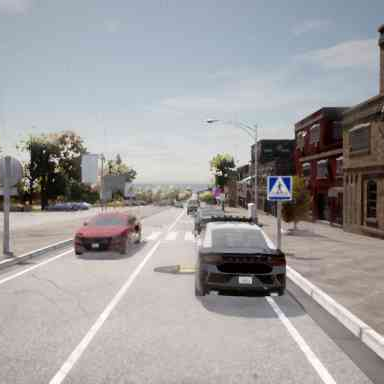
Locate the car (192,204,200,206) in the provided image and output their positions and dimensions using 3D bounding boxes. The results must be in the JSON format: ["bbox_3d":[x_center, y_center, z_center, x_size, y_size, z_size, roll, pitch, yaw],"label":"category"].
[{"bbox_3d":[1.084,1.853,24.775,1.837,1.490,4.892,0,-1,0],"label":"car"}]

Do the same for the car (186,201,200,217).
[{"bbox_3d":[0.256,2.359,46.538,1.837,1.490,4.892,0,-1,1],"label":"car"}]

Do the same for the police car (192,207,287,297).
[{"bbox_3d":[1.026,1.452,8.861,1.930,1.638,5.238,1,0,0],"label":"police car"}]

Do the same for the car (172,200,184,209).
[{"bbox_3d":[-2.830,2.992,74.091,1.837,1.490,4.892,0,-1,0],"label":"car"}]

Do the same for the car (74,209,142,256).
[{"bbox_3d":[-3.291,1.590,13.839,1.882,1.535,5.008,0,-1,0],"label":"car"}]

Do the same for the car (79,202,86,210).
[{"bbox_3d":[-21.633,2.559,57.722,4.892,1.521,2.231,0,-1,0],"label":"car"}]

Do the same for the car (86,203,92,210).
[{"bbox_3d":[-21.621,2.634,60.995,5.008,1.535,2.097,0,-1,0],"label":"car"}]

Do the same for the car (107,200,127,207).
[{"bbox_3d":[-21.385,3.378,92.619,5.008,1.535,2.097,0,-1,0],"label":"car"}]

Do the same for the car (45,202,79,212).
[{"bbox_3d":[-21.659,2.521,54.446,4.674,1.452,2.002,0,-1,0],"label":"car"}]

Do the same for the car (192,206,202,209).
[{"bbox_3d":[1.051,1.715,18.771,1.837,1.490,4.892,0,-1,0],"label":"car"}]
